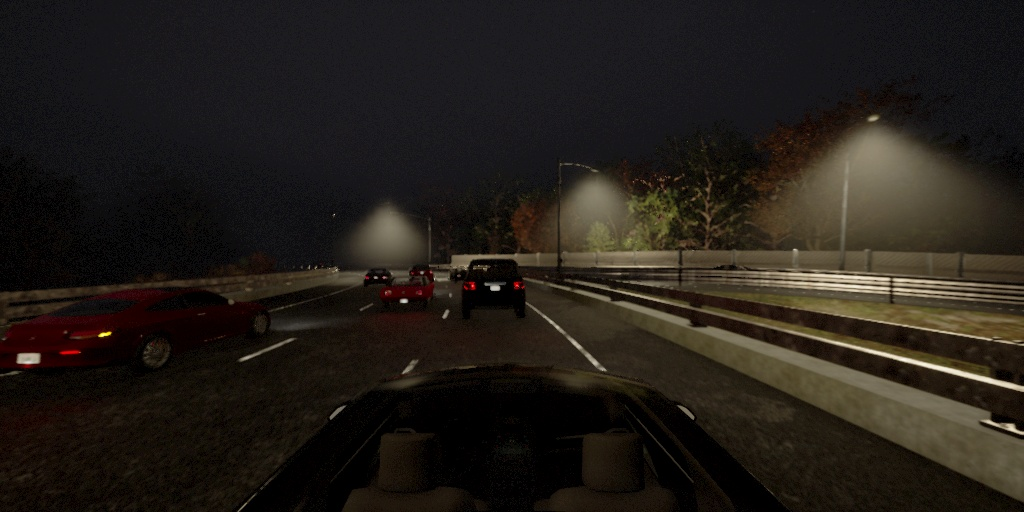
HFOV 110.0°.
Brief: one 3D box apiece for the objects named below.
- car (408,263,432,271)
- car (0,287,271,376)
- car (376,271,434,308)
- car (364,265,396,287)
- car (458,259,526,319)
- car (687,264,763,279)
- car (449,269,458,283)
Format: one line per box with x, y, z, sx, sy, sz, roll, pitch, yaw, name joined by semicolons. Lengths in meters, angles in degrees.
-8.538;1.541;33.513;2.097;1.767;4.553;0;-1;-17;car
-7.260;1.374;7.601;1.812;1.442;4.674;0;-1;-3;car
-4.681;1.560;16.695;1.895;1.301;4.718;0;-1;-8;car
-10.653;1.680;28.657;2.033;1.411;5.357;0;-1;-16;car
-0.801;1.133;13.853;2.150;2.045;5.566;0;-1;-6;car
15.934;1.358;27.063;4.892;1.490;1.837;0;0;35;car
-4.570;1.767;32.686;1.895;1.301;4.718;0;-1;-16;car
